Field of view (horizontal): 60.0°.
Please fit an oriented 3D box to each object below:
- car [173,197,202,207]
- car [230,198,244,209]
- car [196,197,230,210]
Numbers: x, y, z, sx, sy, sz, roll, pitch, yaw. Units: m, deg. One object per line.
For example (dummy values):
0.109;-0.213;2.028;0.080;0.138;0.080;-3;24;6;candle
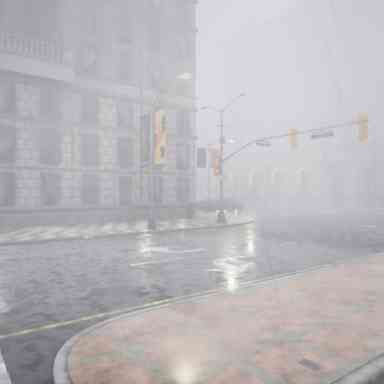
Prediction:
-0.798;1.547;52.624;2.033;1.411;5.357;0;0;-35;car
4.887;1.505;44.678;1.837;1.490;4.892;0;0;-36;car
2.326;1.564;42.245;1.994;1.385;4.181;0;0;-36;car
